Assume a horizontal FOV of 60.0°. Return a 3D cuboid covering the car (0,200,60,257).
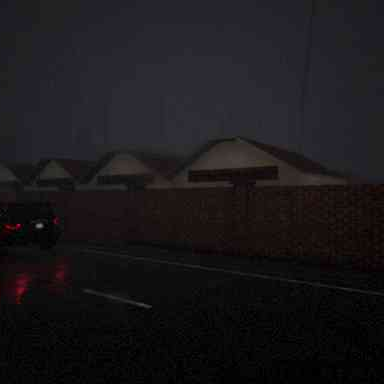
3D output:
[{"bbox_3d":[-7.741,1.346,13.697,5.566,2.045,2.150,-1,0,36],"label":"car"}]
